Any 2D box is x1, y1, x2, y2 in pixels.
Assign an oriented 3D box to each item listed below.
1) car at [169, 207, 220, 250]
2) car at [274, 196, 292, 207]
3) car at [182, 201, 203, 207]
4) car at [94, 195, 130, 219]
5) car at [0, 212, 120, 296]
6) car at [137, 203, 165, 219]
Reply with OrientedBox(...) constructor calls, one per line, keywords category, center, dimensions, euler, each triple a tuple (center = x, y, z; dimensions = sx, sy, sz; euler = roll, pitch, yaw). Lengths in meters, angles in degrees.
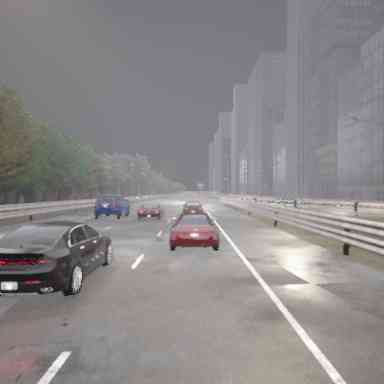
OrientedBox(category="car", center=(0.096, 1.566, 14.347), dimensions=(1.994, 1.385, 4.181), euler=(0, 0, 0))
OrientedBox(category="car", center=(14.173, 1.480, 53.634), dimensions=(2.097, 1.767, 4.553), euler=(0, 0, -17))
OrientedBox(category="car", center=(0.090, 1.538, 31.002), dimensions=(1.812, 1.442, 4.674), euler=(0, 0, 0))
OrientedBox(category="car", center=(-6.907, 1.232, 29.204), dimensions=(2.150, 2.045, 5.566), euler=(0, 0, 0))
OrientedBox(category="car", center=(-3.403, 1.505, 8.629), dimensions=(1.837, 1.490, 4.892), euler=(0, 0, 0))
OrientedBox(category="car", center=(-3.409, 1.611, 28.568), dimensions=(1.895, 1.301, 4.718), euler=(0, 0, 0))
